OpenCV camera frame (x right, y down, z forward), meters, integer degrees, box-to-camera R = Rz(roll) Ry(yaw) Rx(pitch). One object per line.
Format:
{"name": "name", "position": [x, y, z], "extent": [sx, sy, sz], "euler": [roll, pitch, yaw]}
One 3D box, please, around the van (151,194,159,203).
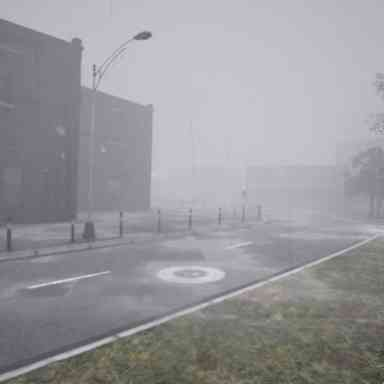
{"name": "van", "position": [-6.878, 1.536, 74.430], "extent": [1.878, 1.987, 4.442], "euler": [2, -1, 36]}

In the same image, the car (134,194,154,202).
{"name": "car", "position": [-11.176, 1.510, 77.763], "extent": [2.185, 1.767, 4.553], "euler": [2, -1, 36]}

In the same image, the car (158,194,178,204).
{"name": "car", "position": [-4.449, 1.701, 72.829], "extent": [2.185, 1.767, 4.553], "euler": [1, -1, 36]}

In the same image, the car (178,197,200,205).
{"name": "car", "position": [-0.108, 1.959, 69.565], "extent": [2.163, 1.488, 4.792], "euler": [1, -1, 36]}
